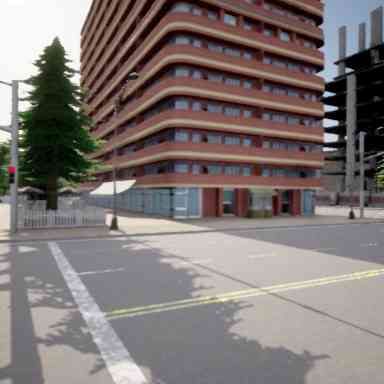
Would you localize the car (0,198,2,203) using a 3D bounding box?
[{"bbox_3d":[-38.006,1.434,62.506,1.994,1.385,4.181,0,0,13],"label":"car"}]
